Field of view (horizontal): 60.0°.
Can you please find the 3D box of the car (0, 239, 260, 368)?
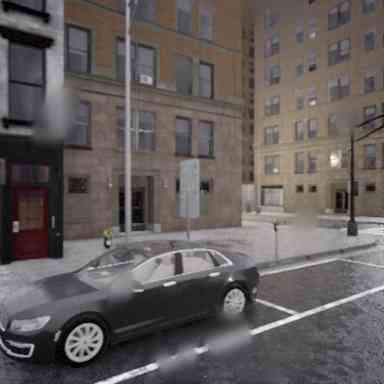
[{"bbox_3d":[-0.750,1.552,5.654,4.403,1.369,2.008,0,0,-35],"label":"car"}]
